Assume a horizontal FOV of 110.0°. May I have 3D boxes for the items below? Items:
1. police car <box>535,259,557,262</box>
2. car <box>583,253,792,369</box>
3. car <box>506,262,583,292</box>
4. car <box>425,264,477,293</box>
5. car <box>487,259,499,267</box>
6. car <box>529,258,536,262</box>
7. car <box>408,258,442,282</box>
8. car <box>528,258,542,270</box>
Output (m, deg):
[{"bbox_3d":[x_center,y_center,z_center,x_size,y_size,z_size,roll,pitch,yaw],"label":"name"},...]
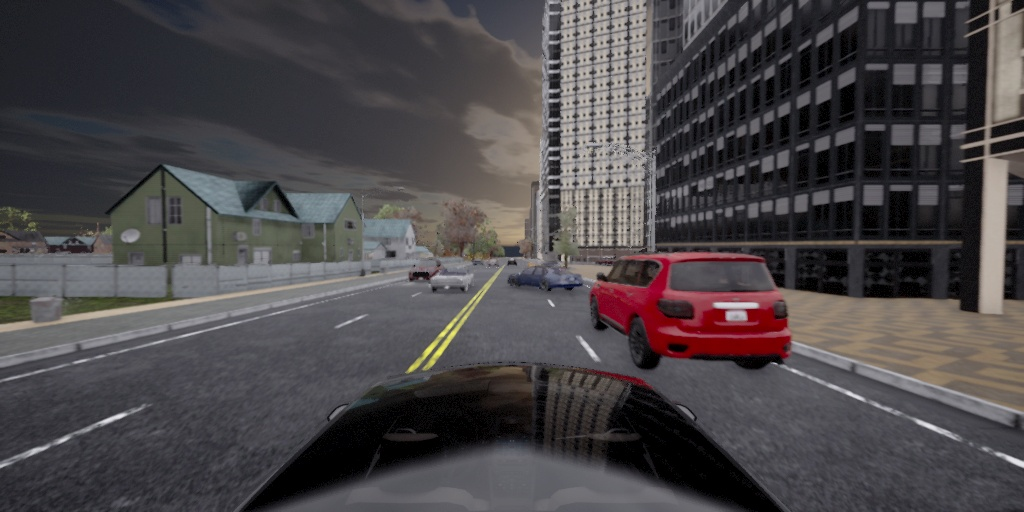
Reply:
[{"bbox_3d":[3.262,1.200,29.859,2.038,1.542,4.974,0,0,0],"label":"police car"},{"bbox_3d":[3.253,0.956,7.880,2.150,2.045,5.566,0,0,0],"label":"car"},{"bbox_3d":[1.780,1.256,20.981,2.033,1.411,5.357,0,0,-33],"label":"car"},{"bbox_3d":[-3.337,1.311,20.646,1.895,1.301,4.718,0,0,0],"label":"car"},{"bbox_3d":[-3.254,1.190,62.302,1.812,1.442,4.674,0,0,1],"label":"car"},{"bbox_3d":[3.266,1.136,41.053,1.801,1.575,5.366,0,0,0],"label":"car"},{"bbox_3d":[-6.574,1.050,28.179,2.097,1.767,4.553,0,0,0],"label":"car"},{"bbox_3d":[3.270,1.125,52.057,1.801,1.575,5.366,0,0,0],"label":"car"}]
